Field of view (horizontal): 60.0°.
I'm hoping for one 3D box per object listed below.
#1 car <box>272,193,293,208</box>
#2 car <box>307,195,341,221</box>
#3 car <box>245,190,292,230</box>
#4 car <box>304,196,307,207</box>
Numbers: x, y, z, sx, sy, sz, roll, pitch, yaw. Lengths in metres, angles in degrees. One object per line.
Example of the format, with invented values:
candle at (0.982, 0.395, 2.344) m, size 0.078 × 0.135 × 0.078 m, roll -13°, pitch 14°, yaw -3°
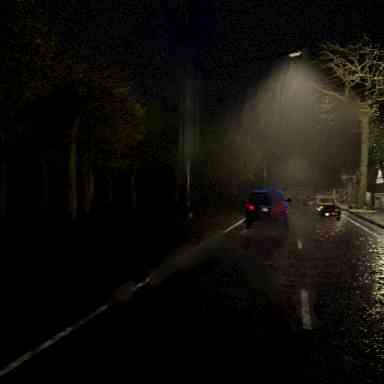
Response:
car at (10.647, 0.926, 39.009) m, size 2.128 × 1.511 × 4.902 m, roll 1°, pitch 1°, yaw 17°
car at (9.773, 1.191, 24.534) m, size 1.837 × 1.490 × 4.892 m, roll 1°, pitch 2°, yaw 18°
car at (4.441, 0.931, 19.107) m, size 2.150 × 2.045 × 5.566 m, roll 1°, pitch 1°, yaw 17°
car at (14.588, 1.034, 39.956) m, size 1.994 × 1.385 × 4.181 m, roll 1°, pitch 1°, yaw 17°
